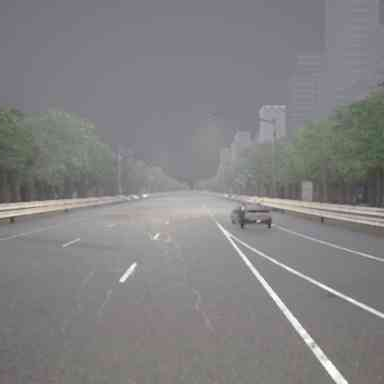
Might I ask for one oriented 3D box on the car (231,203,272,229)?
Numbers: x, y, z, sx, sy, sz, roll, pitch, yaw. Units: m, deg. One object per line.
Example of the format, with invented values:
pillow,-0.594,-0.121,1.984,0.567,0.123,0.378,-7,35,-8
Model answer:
car,3.639,1.410,20.921,2.128,1.511,4.902,0,0,-2
